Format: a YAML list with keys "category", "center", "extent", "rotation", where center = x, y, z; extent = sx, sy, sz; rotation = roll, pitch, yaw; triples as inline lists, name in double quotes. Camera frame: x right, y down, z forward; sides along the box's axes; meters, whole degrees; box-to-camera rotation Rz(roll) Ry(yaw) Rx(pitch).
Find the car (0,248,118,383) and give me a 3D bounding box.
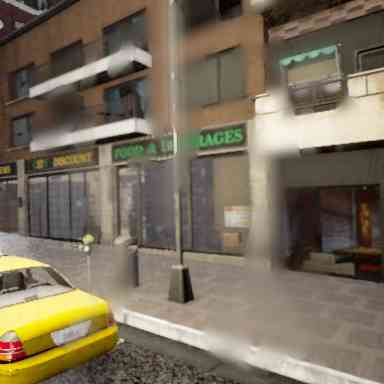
- category: "car"
  center: [-3.218, 1.541, 5.043]
  extent: [4.829, 1.417, 1.752]
  rotation: [0, -2, 36]
